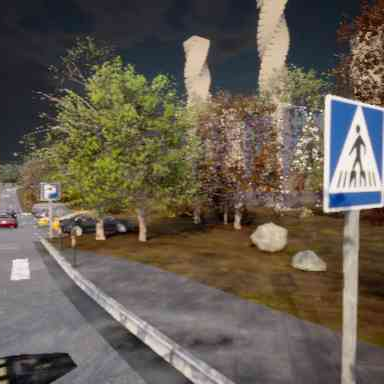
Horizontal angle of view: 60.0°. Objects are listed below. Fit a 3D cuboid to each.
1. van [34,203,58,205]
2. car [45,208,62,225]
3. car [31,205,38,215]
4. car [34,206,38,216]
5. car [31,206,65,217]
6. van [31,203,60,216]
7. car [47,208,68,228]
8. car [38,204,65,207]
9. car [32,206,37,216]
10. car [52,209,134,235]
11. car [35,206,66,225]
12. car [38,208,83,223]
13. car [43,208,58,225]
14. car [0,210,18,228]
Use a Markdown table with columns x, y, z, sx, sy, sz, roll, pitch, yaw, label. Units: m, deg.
| x | y | z | sx | sy | sz | roll | pitch | yaw | label |
| --- | --- | --- | --- | --- | --- | --- | --- | --- | --- |
| -20.557 | 2.753 | 48.854 | 4.442 | 1.987 | 1.878 | -1 | -1 | -28 | van |
| -8.939 | 2.258 | 26.957 | 4.892 | 1.521 | 2.231 | -1 | -1 | -28 | car |
| -19.326 | 2.943 | 46.384 | 4.792 | 1.488 | 2.163 | -1 | -1 | -28 | car |
| -16.746 | 2.811 | 41.516 | 4.674 | 1.452 | 2.002 | -1 | -1 | -28 | car |
| -23.263 | 3.103 | 53.650 | 4.892 | 1.521 | 2.231 | -1 | -1 | -28 | car |
| -24.670 | 2.933 | 56.030 | 4.442 | 1.987 | 1.878 | -1 | 0 | -28 | van |
| -7.650 | 2.161 | 24.526 | 5.008 | 1.535 | 2.097 | -1 | -1 | -28 | car |
| -14.176 | 2.492 | 36.644 | 4.553 | 1.767 | 2.185 | -1 | -1 | -28 | car |
| -18.078 | 2.876 | 43.931 | 4.792 | 1.488 | 2.163 | -1 | -1 | -28 | car |
| -6.350 | 2.063 | 22.099 | 4.892 | 1.521 | 2.231 | -1 | -2 | -28 | car |
| -11.710 | 2.444 | 31.721 | 5.366 | 1.575 | 1.946 | -1 | -1 | -28 | car |
| -15.450 | 2.734 | 39.088 | 4.674 | 1.452 | 2.002 | -1 | -1 | -28 | car |
| -10.216 | 2.382 | 29.390 | 4.792 | 1.488 | 2.163 | -1 | -1 | -28 | car |
| -17.502 | 2.706 | 31.211 | 1.994 | 1.385 | 4.181 | -1 | -1 | -28 | car |
